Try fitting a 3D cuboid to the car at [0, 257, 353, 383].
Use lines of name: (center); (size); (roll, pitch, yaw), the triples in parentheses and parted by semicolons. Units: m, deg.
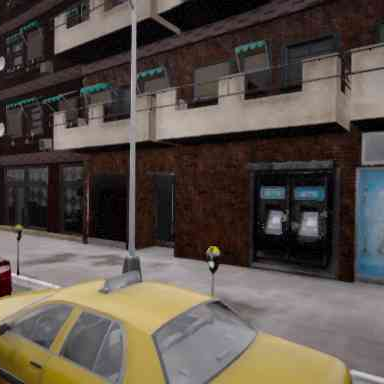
car: (-0.921, 1.521, 3.517); (4.829, 1.417, 1.752); (0, 1, 36)
